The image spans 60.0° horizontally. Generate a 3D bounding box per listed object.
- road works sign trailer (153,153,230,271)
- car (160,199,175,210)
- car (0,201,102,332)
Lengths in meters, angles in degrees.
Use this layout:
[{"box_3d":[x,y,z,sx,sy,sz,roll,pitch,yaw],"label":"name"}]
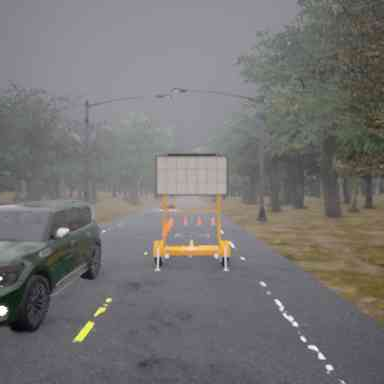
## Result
[{"box_3d":[-0.006,0.519,11.121,2.380,3.560,2.880,0,0,0],"label":"road works sign trailer"},{"box_3d":[-3.552,1.765,48.982,1.837,1.490,4.892,0,0,0],"label":"car"},{"box_3d":[-3.594,1.257,7.238,2.150,2.045,5.566,0,0,0],"label":"car"}]
